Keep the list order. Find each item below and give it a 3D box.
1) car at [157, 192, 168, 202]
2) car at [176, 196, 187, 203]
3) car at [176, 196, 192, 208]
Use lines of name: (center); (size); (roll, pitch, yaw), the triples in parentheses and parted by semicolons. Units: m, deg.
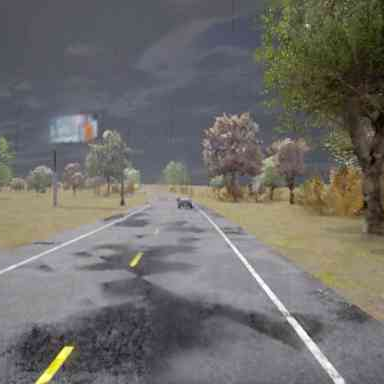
car: (-6.006, 1.269, 69.443); (1.812, 1.442, 4.674); (0, 0, -4)
car: (-2.025, 1.367, 63.828); (1.895, 1.301, 4.718); (0, 0, -4)
car: (-0.978, 1.375, 45.002); (1.812, 1.442, 4.674); (0, 0, -3)
